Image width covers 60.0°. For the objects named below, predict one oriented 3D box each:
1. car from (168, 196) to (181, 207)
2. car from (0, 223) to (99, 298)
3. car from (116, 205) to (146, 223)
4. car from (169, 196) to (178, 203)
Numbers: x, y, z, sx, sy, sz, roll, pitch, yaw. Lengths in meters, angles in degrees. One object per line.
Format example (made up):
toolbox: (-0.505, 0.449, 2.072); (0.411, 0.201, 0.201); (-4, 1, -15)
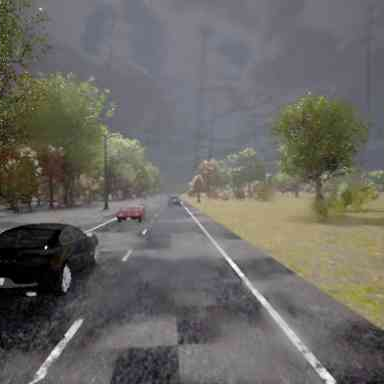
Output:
car: (-2.930, 1.479, 54.875); (2.097, 1.767, 4.553); (-1, 0, -3)
car: (-3.825, 1.553, 8.785); (1.882, 1.535, 5.008); (-1, 0, -3)
car: (-4.861, 1.719, 27.151); (1.895, 1.301, 4.718); (-1, 0, -3)
car: (-4.072, 1.674, 73.373); (1.837, 1.490, 4.892); (-1, 0, -3)
